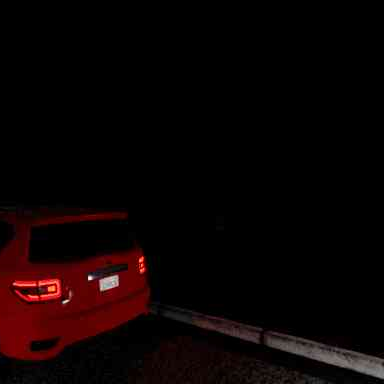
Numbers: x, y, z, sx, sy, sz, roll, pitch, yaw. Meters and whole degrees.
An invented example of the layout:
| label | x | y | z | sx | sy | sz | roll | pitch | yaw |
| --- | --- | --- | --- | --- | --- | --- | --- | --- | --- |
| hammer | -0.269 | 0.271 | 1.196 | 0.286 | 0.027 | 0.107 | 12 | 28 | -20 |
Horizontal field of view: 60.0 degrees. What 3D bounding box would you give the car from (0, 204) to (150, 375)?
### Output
| label | x | y | z | sx | sy | sz | roll | pitch | yaw |
| --- | --- | --- | --- | --- | --- | --- | --- | --- | --- |
| car | -3.232 | 1.230 | 5.683 | 5.566 | 2.045 | 2.150 | 0 | 0 | 35 |
